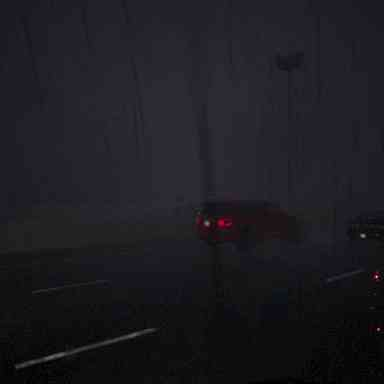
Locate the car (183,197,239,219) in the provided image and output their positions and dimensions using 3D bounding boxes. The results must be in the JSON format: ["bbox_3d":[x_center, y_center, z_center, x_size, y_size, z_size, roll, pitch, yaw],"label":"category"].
[{"bbox_3d":[1.954,1.485,32.732,5.566,2.045,2.150,1,-1,-42],"label":"car"}]

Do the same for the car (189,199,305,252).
[{"bbox_3d":[2.695,1.340,14.705,5.566,2.045,2.150,1,-1,-38],"label":"car"}]

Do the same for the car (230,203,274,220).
[{"bbox_3d":[5.673,1.817,31.434,4.181,1.385,1.994,0,-1,-43],"label":"car"}]

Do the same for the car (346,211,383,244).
[{"bbox_3d":[8.938,1.617,15.354,4.902,1.511,2.128,0,-1,-40],"label":"car"}]
